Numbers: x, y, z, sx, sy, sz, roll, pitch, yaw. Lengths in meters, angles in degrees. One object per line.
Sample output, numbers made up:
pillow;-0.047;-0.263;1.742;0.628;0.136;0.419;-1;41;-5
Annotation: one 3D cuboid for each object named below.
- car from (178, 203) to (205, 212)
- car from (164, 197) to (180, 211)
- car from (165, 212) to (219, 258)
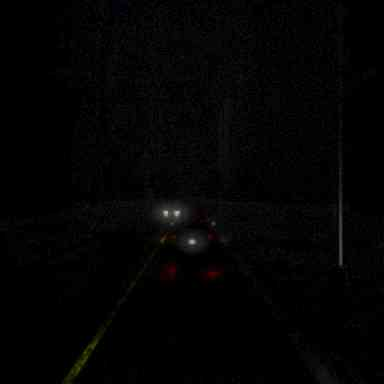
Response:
car;0.044;1.799;28.477;1.837;1.490;4.892;0;0;0
car;-2.969;1.734;50.497;2.150;2.045;5.566;0;-1;0
car;0.030;1.705;13.427;1.994;1.385;4.181;0;0;1
